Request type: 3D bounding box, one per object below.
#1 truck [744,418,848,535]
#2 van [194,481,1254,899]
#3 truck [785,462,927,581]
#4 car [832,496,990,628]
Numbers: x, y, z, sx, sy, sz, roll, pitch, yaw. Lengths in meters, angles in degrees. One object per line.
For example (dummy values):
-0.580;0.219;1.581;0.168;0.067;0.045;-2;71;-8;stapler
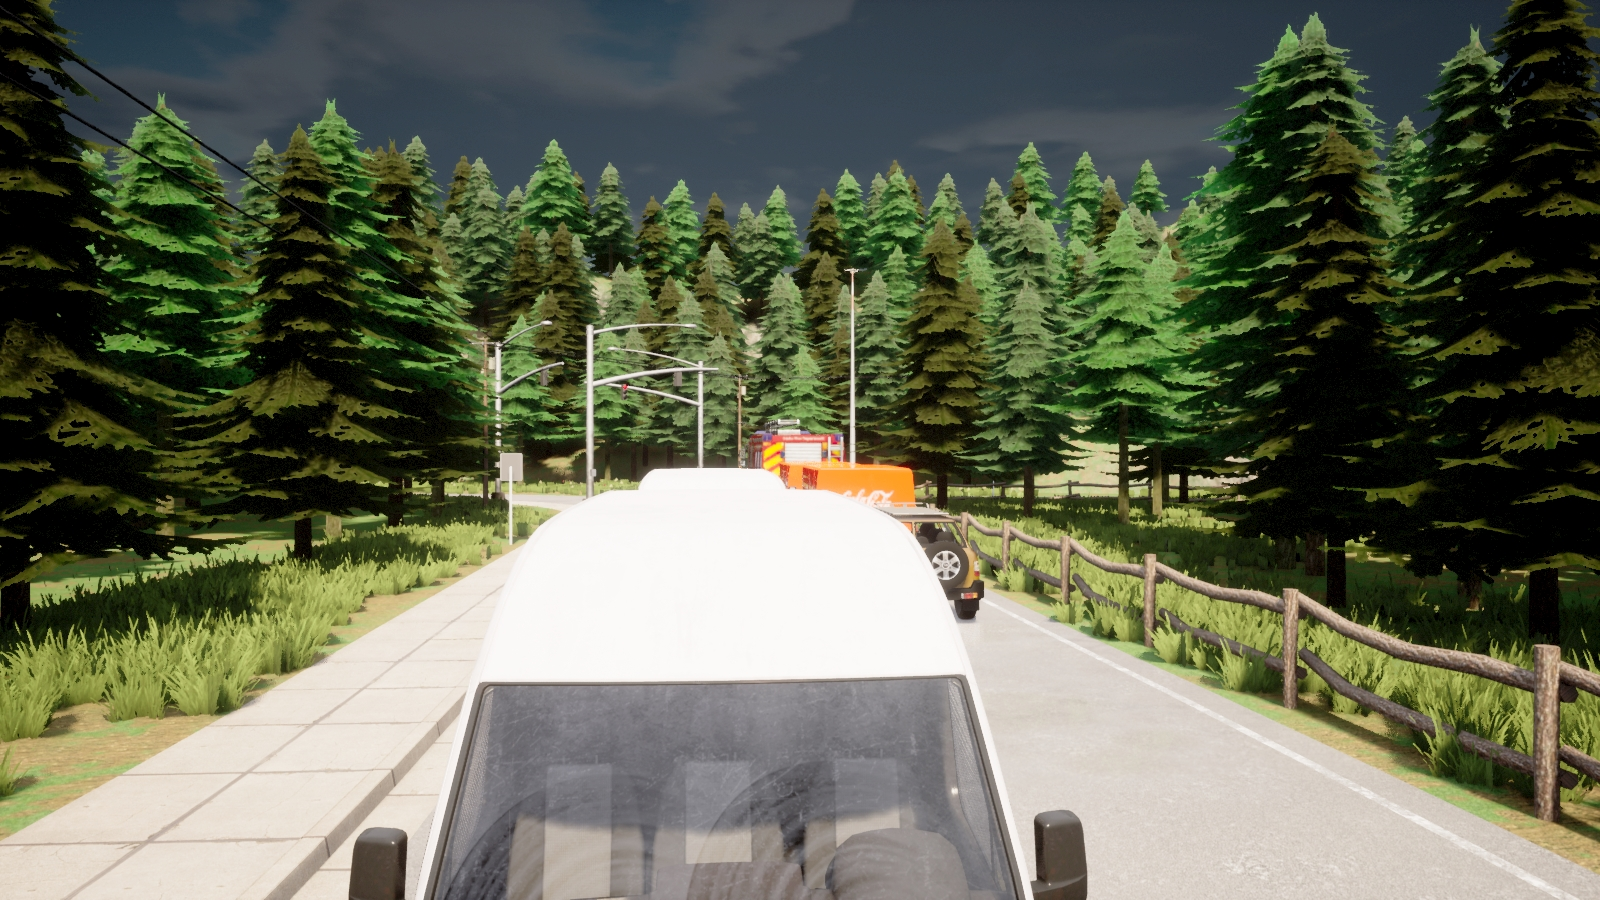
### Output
-0.330;0.864;41.732;2.891;3.827;8.468;0;0;-6;truck
-0.340;1.499;5.097;1.988;2.561;5.915;0;0;-5;van
1.157;1.541;26.866;2.627;2.467;5.204;0;0;-5;truck
1.806;1.837;20.136;1.932;1.855;4.605;0;0;-5;car
